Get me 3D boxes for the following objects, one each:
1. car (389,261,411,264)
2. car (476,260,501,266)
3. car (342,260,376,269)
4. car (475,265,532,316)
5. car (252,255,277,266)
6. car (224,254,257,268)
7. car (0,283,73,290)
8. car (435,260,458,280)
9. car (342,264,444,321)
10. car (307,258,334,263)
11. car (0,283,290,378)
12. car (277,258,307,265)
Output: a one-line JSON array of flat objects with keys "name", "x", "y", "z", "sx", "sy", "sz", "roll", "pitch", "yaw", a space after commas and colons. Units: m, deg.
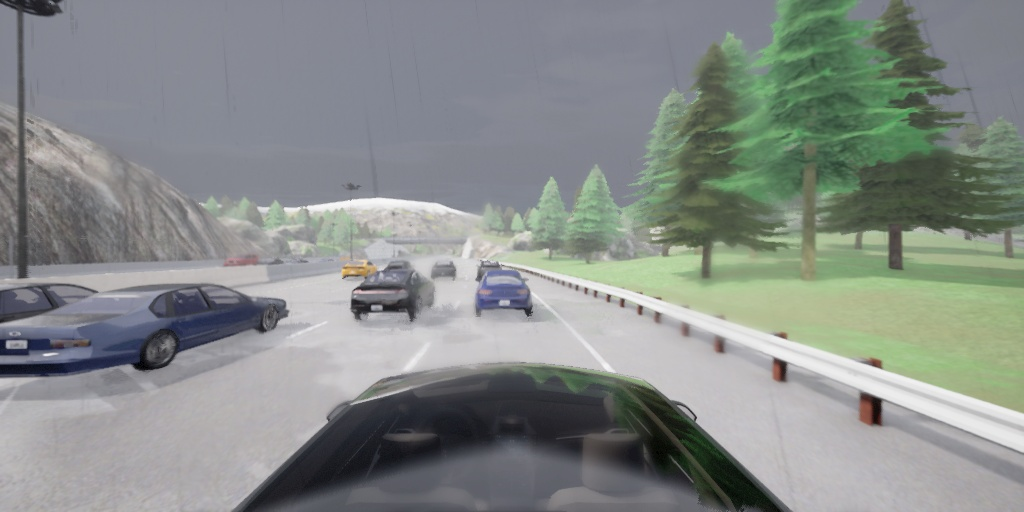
[{"name": "car", "x": -8.886, "y": 1.110, "z": 28.631, "sx": 1.837, "sy": 1.490, "sz": 4.892, "roll": 0, "pitch": 0, "yaw": -8}, {"name": "car", "x": -1.832, "y": 1.081, "z": 28.654, "sx": 2.128, "sy": 1.511, "sz": 4.902, "roll": 0, "pitch": 0, "yaw": -7}, {"name": "car", "x": -12.609, "y": 1.083, "z": 30.008, "sx": 1.882, "sy": 1.535, "sz": 5.008, "roll": 0, "pitch": 0, "yaw": -8}, {"name": "car", "x": -0.352, "y": 1.208, "z": 12.889, "sx": 1.812, "sy": 1.442, "sz": 4.674, "roll": 0, "pitch": 0, "yaw": -3}, {"name": "car", "x": -33.863, "y": 1.007, "z": 50.488, "sx": 1.882, "sy": 1.535, "sz": 5.008, "roll": 0, "pitch": 0, "yaw": -9}, {"name": "car", "x": -37.293, "y": 0.762, "z": 49.835, "sx": 2.150, "sy": 2.045, "sz": 5.566, "roll": 0, "pitch": 0, "yaw": -9}, {"name": "car", "x": -10.574, "y": 1.285, "z": 7.760, "sx": 2.033, "sy": 1.411, "sz": 5.357, "roll": 0, "pitch": 0, "yaw": -2}, {"name": "car", "x": -5.355, "y": 1.089, "z": 28.586, "sx": 2.128, "sy": 1.511, "sz": 4.902, "roll": 0, "pitch": 0, "yaw": -8}, {"name": "car", "x": -3.801, "y": 1.186, "z": 12.166, "sx": 2.128, "sy": 1.511, "sz": 4.902, "roll": 0, "pitch": 0, "yaw": -3}, {"name": "car", "x": -26.973, "y": 1.053, "z": 51.717, "sx": 2.033, "sy": 1.411, "sz": 5.357, "roll": 0, "pitch": 0, "yaw": -9}, {"name": "car", "x": -7.063, "y": 1.278, "z": 7.556, "sx": 2.033, "sy": 1.411, "sz": 5.357, "roll": 0, "pitch": 0, "yaw": -2}, {"name": "car", "x": -30.282, "y": 1.014, "z": 50.269, "sx": 2.128, "sy": 1.511, "sz": 4.902, "roll": 0, "pitch": 0, "yaw": -9}]
